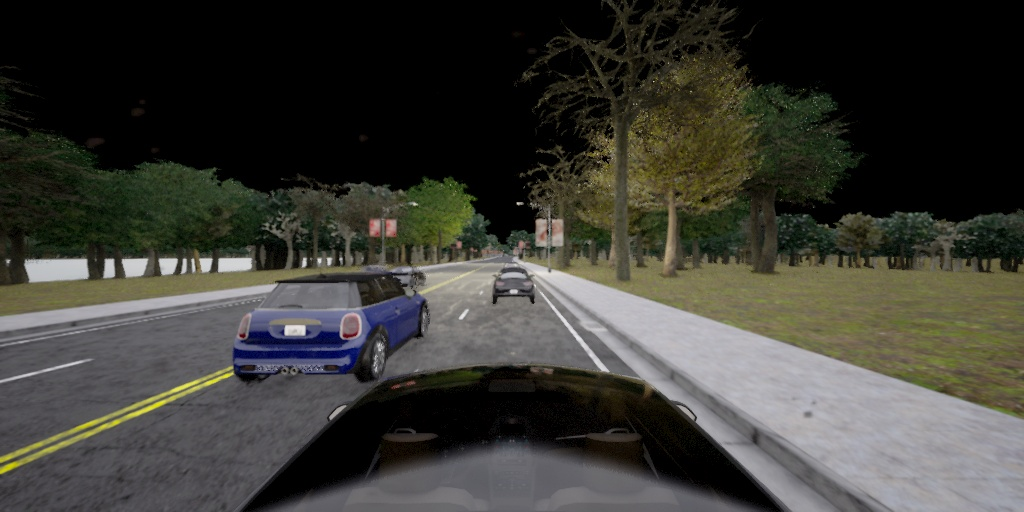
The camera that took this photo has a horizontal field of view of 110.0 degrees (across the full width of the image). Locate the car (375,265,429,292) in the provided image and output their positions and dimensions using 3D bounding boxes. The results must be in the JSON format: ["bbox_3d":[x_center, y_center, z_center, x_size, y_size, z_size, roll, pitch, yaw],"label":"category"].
[{"bbox_3d":[-6.636,1.318,22.133,1.994,1.385,4.181,0,0,0],"label":"car"}]

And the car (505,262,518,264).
[{"bbox_3d":[-0.031,1.309,35.065,2.033,1.411,5.357,0,0,0],"label":"car"}]

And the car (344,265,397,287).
[{"bbox_3d":[-9.885,1.358,25.463,1.895,1.301,4.718,0,0,0],"label":"car"}]

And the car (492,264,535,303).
[{"bbox_3d":[0.066,1.278,16.747,1.812,1.442,4.674,0,0,0],"label":"car"}]

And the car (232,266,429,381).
[{"bbox_3d":[-3.162,1.102,7.348,2.097,1.767,4.553,0,0,0],"label":"car"}]
